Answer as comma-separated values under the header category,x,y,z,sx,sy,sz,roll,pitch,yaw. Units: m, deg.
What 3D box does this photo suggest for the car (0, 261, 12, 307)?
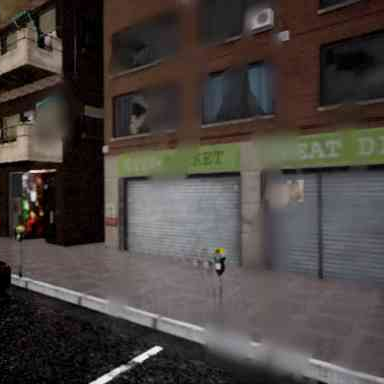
category,x,y,z,sx,sy,sz,roll,pitch,yaw
car,-5.293,1.580,6.654,4.313,1.339,1.947,0,0,35
